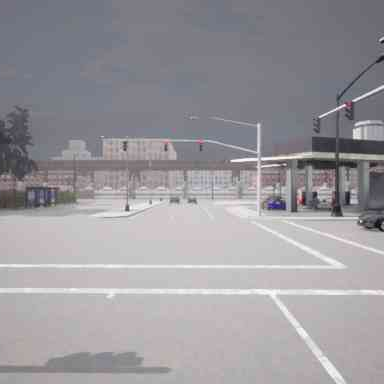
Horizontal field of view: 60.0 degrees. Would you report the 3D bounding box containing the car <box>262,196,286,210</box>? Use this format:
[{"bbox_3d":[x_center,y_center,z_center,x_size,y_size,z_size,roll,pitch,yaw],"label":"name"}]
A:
[{"bbox_3d":[9.724,1.295,39.691,2.242,1.667,4.611,0,0,0],"label":"car"}]

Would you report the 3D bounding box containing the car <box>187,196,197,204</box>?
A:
[{"bbox_3d":[0.022,1.547,64.370,2.033,1.411,5.357,0,0,0],"label":"car"}]

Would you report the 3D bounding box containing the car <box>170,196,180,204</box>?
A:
[{"bbox_3d":[-3.376,1.490,66.293,2.128,1.511,4.902,0,0,0],"label":"car"}]

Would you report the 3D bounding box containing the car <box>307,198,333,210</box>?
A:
[{"bbox_3d":[15.469,1.456,40.452,1.970,1.475,3.806,0,0,0],"label":"car"}]

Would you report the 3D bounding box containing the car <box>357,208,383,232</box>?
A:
[{"bbox_3d":[12.297,1.505,19.528,4.892,1.490,1.837,0,0,-1],"label":"car"}]
